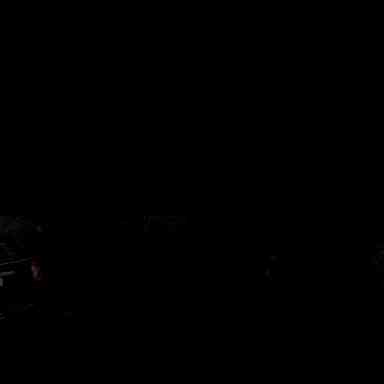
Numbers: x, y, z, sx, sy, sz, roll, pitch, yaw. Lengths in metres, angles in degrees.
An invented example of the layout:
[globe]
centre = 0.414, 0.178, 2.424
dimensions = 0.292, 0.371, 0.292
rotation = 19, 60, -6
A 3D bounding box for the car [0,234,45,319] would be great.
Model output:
[car]
centre = -4.625, 1.437, 6.255
dimensions = 4.097, 1.590, 1.967
rotation = 0, 0, 35
